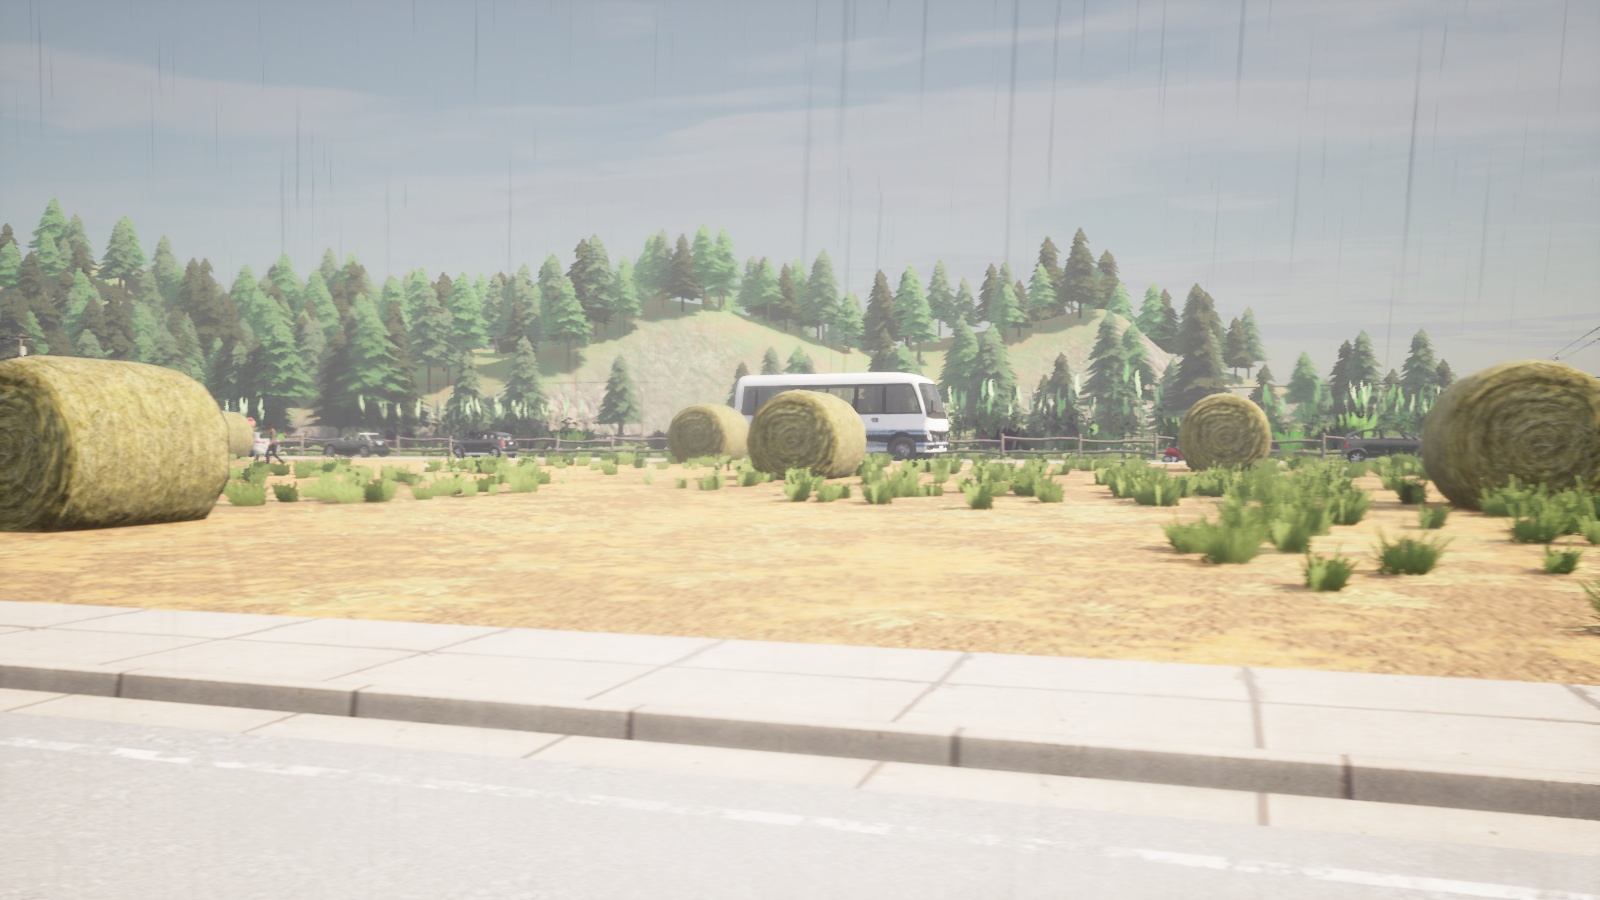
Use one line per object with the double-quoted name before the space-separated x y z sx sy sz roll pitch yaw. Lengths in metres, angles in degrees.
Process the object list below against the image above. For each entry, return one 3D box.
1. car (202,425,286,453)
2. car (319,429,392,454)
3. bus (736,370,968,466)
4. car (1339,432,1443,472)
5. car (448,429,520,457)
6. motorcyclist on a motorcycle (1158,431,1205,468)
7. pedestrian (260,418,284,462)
"car" -35.002 -0.715 79.082 4.611 1.667 2.242 1 1 23
"car" -26.761 -0.511 75.686 3.806 1.475 1.970 1 1 22
"bus" 2.471 -1.501 59.821 10.273 4.253 3.944 1 1 22
"car" 23.937 0.069 50.986 3.705 1.549 1.789 1 1 23
"car" -18.146 -0.413 72.132 3.705 1.549 1.789 1 1 22
"motorcyclist on a motorcycle" 16.430 -0.032 54.082 1.817 1.590 0.866 1 1 22
"pedestrian" -21.503 -0.409 51.157 0.869 1.805 0.328 0 1 -27
